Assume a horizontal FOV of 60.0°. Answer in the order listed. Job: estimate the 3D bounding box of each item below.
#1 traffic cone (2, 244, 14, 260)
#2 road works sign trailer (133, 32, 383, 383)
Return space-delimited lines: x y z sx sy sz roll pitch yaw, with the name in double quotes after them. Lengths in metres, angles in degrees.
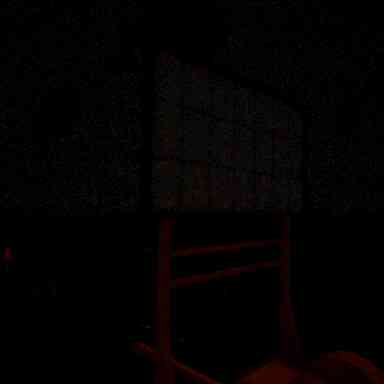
-7.593 2.465 13.725 0.340 0.580 0.340 3 -3 -45 "traffic cone"
0.317 0.638 3.302 2.380 3.560 2.880 4 -4 -45 "road works sign trailer"
